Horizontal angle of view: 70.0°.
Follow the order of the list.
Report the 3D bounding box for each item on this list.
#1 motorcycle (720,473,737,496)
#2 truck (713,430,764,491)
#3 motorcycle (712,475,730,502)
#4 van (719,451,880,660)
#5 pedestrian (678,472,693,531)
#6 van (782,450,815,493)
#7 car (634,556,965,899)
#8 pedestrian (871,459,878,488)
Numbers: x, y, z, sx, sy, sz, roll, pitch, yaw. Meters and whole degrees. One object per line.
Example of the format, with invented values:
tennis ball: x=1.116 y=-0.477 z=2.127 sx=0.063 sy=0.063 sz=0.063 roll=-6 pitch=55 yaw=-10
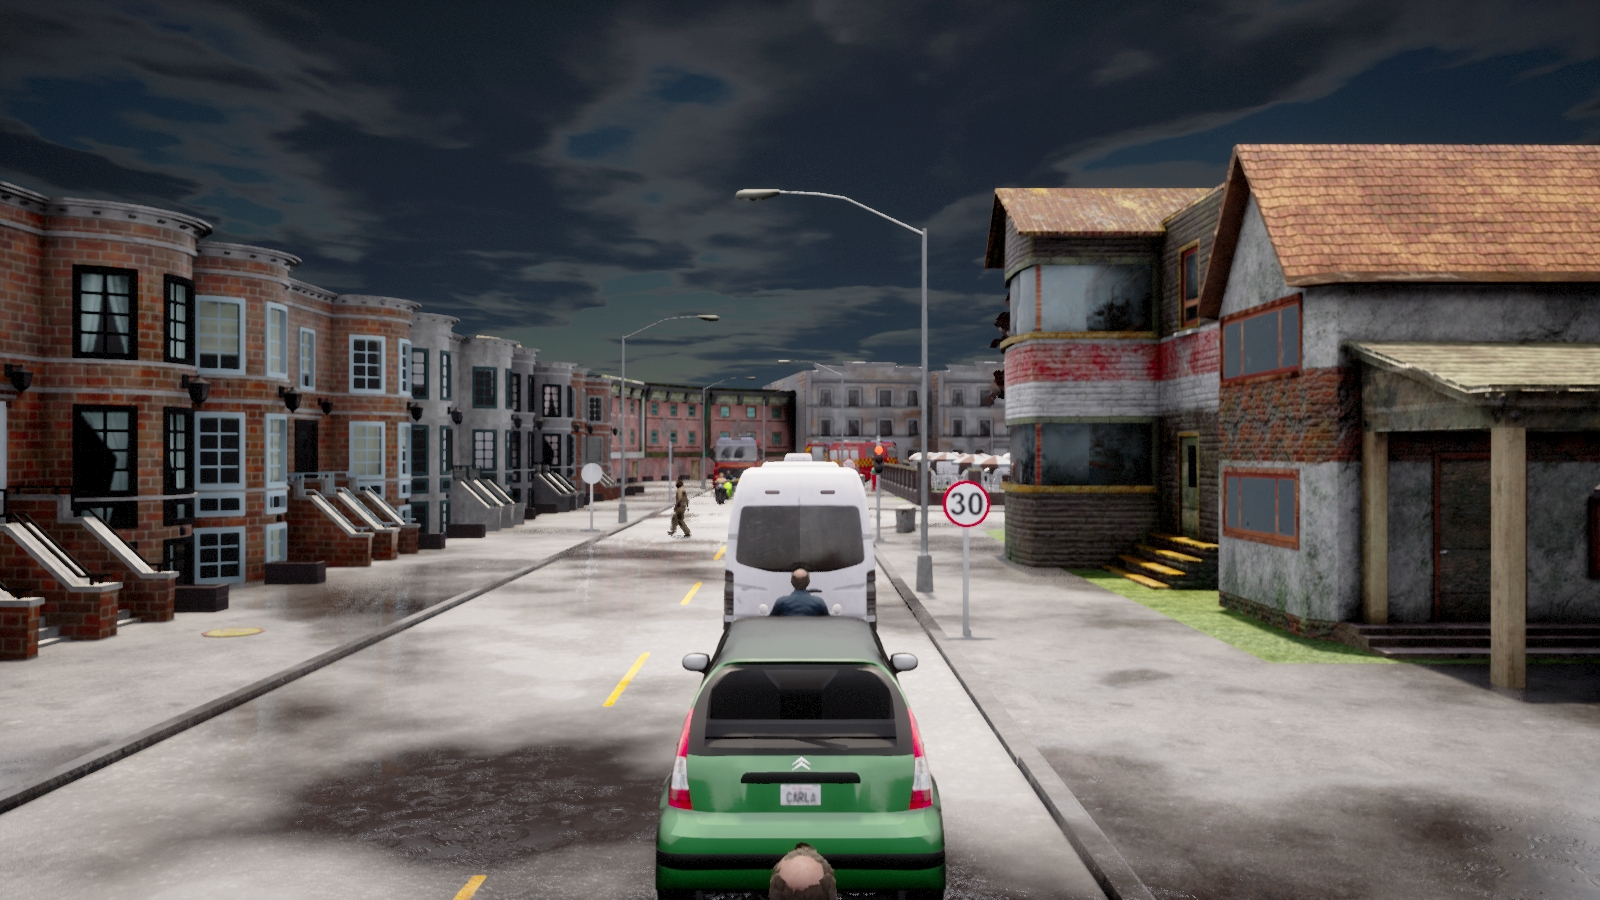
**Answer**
motorcycle: x=-4.012 y=1.938 z=63.977 sx=0.856 sy=1.236 sz=1.805 roll=0 pitch=0 yaw=0
truck: x=-4.030 y=0.642 z=76.105 sx=2.891 sy=3.827 sz=8.468 roll=0 pitch=0 yaw=0
motorcycle: x=-4.007 y=1.928 z=58.030 sx=0.764 sy=1.277 sz=2.356 roll=0 pitch=0 yaw=0
van: x=-0.006 y=1.308 z=17.043 sx=1.988 sy=2.561 sz=5.915 roll=0 pitch=0 yaw=0
pedestrian: x=-3.608 y=1.615 z=35.979 sx=0.375 sy=1.860 sz=0.375 roll=0 pitch=0 yaw=11
van: x=-0.082 y=1.288 z=72.065 sx=1.988 sy=2.561 sz=5.915 roll=0 pitch=0 yaw=1
car: x=-0.003 y=1.776 z=8.385 sx=1.851 sy=1.617 sz=3.988 roll=0 pitch=0 yaw=0
pedestrian: x=4.765 y=1.498 z=73.098 sx=0.375 sy=1.860 sz=0.375 roll=0 pitch=0 yaw=-2
